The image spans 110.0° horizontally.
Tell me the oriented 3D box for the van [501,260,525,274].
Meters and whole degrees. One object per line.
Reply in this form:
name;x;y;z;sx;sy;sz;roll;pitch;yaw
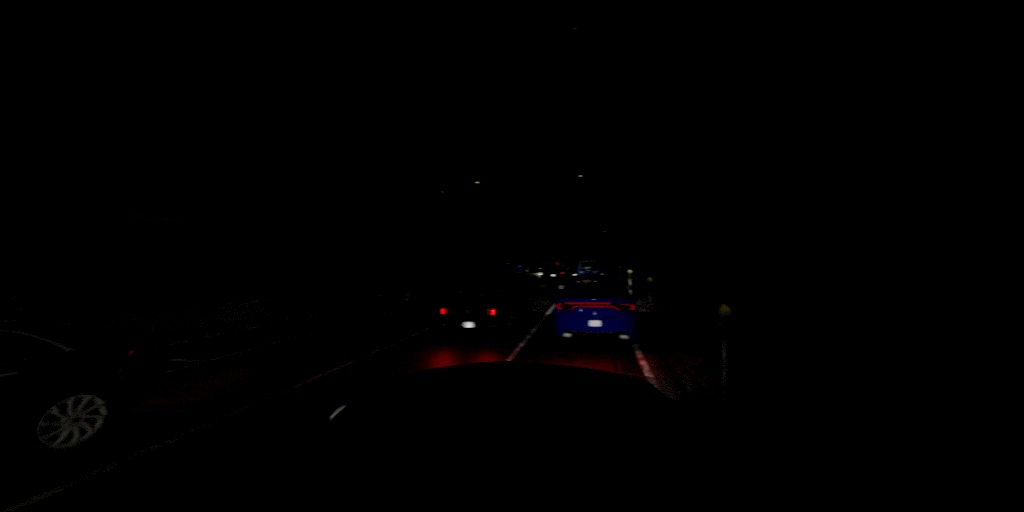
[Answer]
van;-0.022;1.302;39.389;1.690;1.789;3.998;0;0;13

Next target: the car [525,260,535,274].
car;1.247;1.539;44.881;1.948;1.339;4.313;0;0;13

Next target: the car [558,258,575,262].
car;7.344;1.361;45.728;1.882;1.535;5.008;-1;0;13

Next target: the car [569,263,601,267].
car;4.519;1.311;21.173;1.751;1.417;4.829;0;0;13

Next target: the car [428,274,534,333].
car;-0.567;1.409;11.034;1.895;1.301;4.718;-1;0;13

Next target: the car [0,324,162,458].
car;-5.795;1.350;2.619;1.837;1.490;4.892;-1;0;13

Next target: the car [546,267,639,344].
car;2.259;1.235;9.772;1.882;1.535;5.008;-1;0;13

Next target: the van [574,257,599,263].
van;5.749;1.138;26.498;1.690;1.789;3.998;0;0;13

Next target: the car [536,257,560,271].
car;5.158;1.146;49.614;2.150;2.045;5.566;-1;0;13

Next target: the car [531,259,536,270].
car;2.516;1.551;50.373;1.948;1.339;4.313;0;0;13

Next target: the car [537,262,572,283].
car;3.527;1.409;28.759;1.994;1.385;4.181;-1;0;13

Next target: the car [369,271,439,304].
car;-5.097;1.460;17.421;1.888;1.381;4.507;0;0;13

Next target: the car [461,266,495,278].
car;-2.559;1.503;28.405;1.948;1.339;4.313;0;0;13
